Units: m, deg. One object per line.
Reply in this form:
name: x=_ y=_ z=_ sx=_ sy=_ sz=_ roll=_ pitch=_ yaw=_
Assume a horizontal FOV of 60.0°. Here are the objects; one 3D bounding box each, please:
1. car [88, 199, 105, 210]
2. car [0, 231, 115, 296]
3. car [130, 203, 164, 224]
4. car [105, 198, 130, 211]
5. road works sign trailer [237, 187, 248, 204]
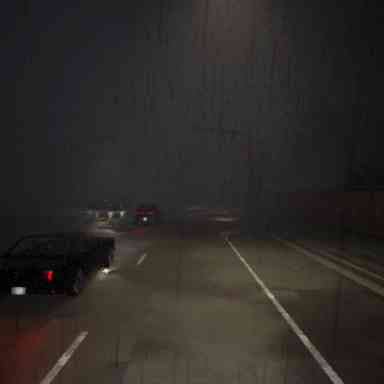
car: x=-13.497 y=1.840 z=48.731 sx=2.128 sy=1.511 sz=4.902 roll=0 pitch=0 yaw=7
car: x=-3.421 y=1.687 z=8.811 sx=1.895 sy=1.301 sz=4.718 roll=0 pitch=0 yaw=0
car: x=-3.415 y=1.708 z=26.598 sx=1.837 sy=1.490 sz=4.892 roll=0 pitch=0 yaw=0
car: x=-10.145 y=1.679 z=46.908 sx=2.097 sy=1.767 sz=4.553 roll=0 pitch=0 yaw=5
road works sign trailer: x=11.689 y=0.768 z=73.516 sx=2.880 sy=3.560 sz=2.380 roll=0 pitch=-1 yaw=-43
